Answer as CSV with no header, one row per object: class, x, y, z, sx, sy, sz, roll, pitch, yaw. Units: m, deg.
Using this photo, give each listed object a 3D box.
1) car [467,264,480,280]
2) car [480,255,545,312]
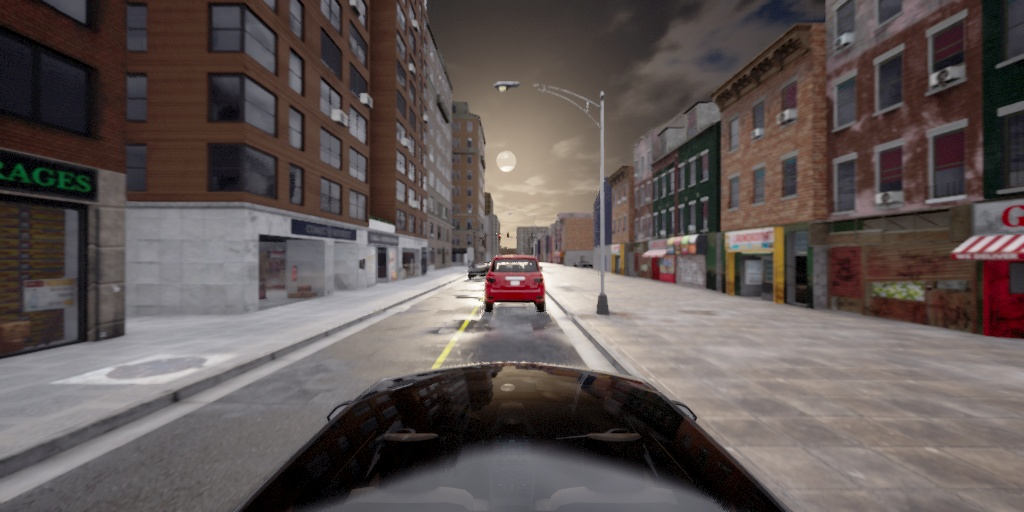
car,-2.832,1.407,32.072,1.895,1.301,4.718,0,0,0
car,0.103,0.995,14.531,2.150,2.045,5.566,0,0,0
